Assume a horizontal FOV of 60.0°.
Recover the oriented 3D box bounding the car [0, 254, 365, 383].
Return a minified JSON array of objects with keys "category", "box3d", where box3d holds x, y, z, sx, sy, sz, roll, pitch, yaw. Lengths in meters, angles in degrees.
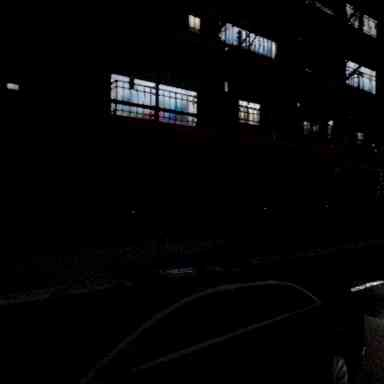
[{"category":"car","box3d":[-0.313,1.457,3.175,4.902,1.511,2.128,0,1,-34]}]
